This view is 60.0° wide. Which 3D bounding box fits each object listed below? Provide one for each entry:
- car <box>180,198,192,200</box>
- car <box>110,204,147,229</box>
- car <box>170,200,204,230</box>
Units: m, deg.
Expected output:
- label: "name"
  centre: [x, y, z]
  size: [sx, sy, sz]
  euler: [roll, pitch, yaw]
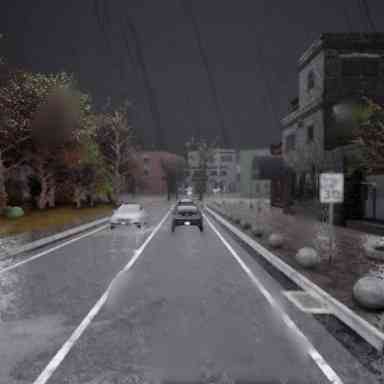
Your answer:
- label: "car"
  centre: [-0.662, 1.442, 38.029]
  size: [1.882, 1.535, 5.008]
  euler: [0, 0, -1]
- label: "car"
  centre: [-4.024, 1.526, 21.641]
  size: [1.812, 1.442, 4.674]
  euler: [0, 0, -1]
- label: "car"
  centre: [-0.309, 1.493, 20.781]
  size: [1.837, 1.490, 4.892]
  euler: [0, 0, -1]
